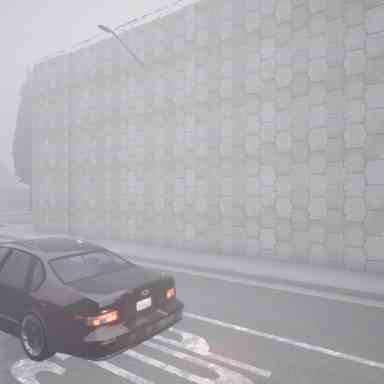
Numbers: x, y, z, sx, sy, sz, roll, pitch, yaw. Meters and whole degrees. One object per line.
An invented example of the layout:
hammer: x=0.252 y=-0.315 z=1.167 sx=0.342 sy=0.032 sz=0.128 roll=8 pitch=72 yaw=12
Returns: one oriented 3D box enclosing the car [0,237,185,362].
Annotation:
car: x=-2.693 y=1.547 z=5.902 sx=5.357 sy=1.411 sz=2.033 roll=0 pitch=0 yaw=35
